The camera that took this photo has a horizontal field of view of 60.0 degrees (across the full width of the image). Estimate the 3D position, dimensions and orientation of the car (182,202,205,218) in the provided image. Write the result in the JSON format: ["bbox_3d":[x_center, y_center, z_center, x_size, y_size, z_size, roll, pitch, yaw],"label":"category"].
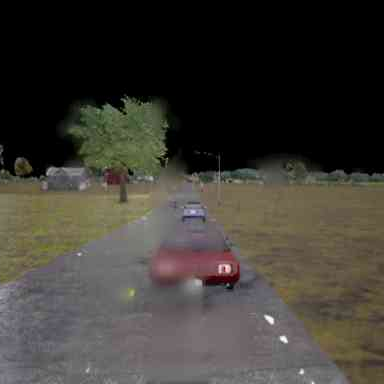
[{"bbox_3d":[0.133,1.547,27.507,2.033,1.411,5.357,0,0,0],"label":"car"}]

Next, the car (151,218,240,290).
[{"bbox_3d":[0.083,1.620,9.112,1.895,1.301,4.718,0,0,0],"label":"car"}]

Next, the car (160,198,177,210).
[{"bbox_3d":[-2.774,1.389,40.559,2.033,1.411,5.357,0,1,0],"label":"car"}]
